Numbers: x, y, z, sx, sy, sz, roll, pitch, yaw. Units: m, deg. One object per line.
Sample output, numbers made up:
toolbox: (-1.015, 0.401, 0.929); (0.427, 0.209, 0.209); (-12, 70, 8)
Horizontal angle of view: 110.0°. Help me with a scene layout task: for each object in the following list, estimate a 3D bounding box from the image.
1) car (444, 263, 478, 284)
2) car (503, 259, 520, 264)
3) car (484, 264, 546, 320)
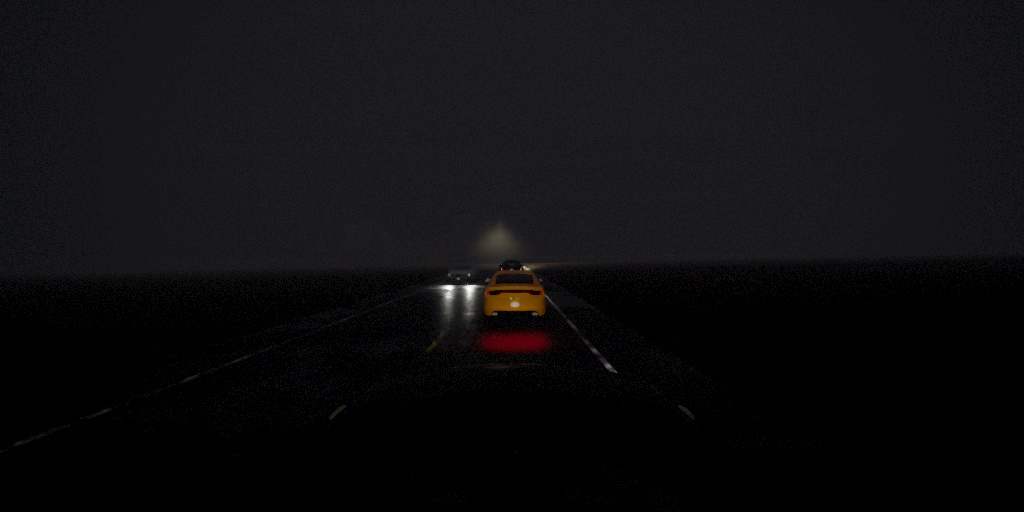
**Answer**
car: (-3.717, 1.287, 26.996); (1.812, 1.442, 4.674); (0, 0, 0)
car: (-0.055, 1.116, 30.788); (2.097, 1.767, 4.553); (0, 0, -1)
car: (0.074, 1.231, 12.679); (1.882, 1.535, 5.008); (0, 0, 0)
